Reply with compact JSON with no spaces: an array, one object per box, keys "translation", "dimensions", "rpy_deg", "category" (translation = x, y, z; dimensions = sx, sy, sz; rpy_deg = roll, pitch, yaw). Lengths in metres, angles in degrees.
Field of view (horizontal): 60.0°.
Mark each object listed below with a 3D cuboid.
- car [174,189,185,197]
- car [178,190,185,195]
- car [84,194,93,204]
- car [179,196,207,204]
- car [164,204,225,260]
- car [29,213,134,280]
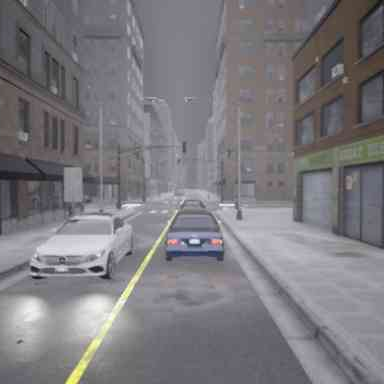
[{"translation":[-2.759,0.175,72.849],"dimensions":[2.097,1.767,4.553],"rpy_deg":[0,1,0],"category":"car"},{"translation":[-2.761,0.080,88.461],"dimensions":[1.812,1.442,4.674],"rpy_deg":[0,1,0],"category":"car"},{"translation":[-14.750,0.853,42.221],"dimensions":[4.313,1.339,1.947],"rpy_deg":[0,1,0],"category":"car"},{"translation":[0.060,1.199,22.314],"dimensions":[1.994,1.385,4.181],"rpy_deg":[0,1,0],"category":"car"},{"translation":[0.081,1.356,11.557],"dimensions":[2.033,1.411,5.357],"rpy_deg":[0,1,0],"category":"car"},{"translation":[-2.835,1.368,9.547],"dimensions":[1.812,1.442,4.674],"rpy_deg":[0,1,0],"category":"car"}]
